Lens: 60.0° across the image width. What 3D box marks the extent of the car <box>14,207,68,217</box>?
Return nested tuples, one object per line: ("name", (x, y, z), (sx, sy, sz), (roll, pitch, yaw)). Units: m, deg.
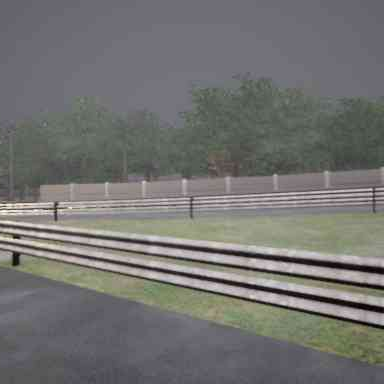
("car", (-14.224, 1.654, 31.199), (4.718, 1.301, 1.895), (-1, -1, 15))
